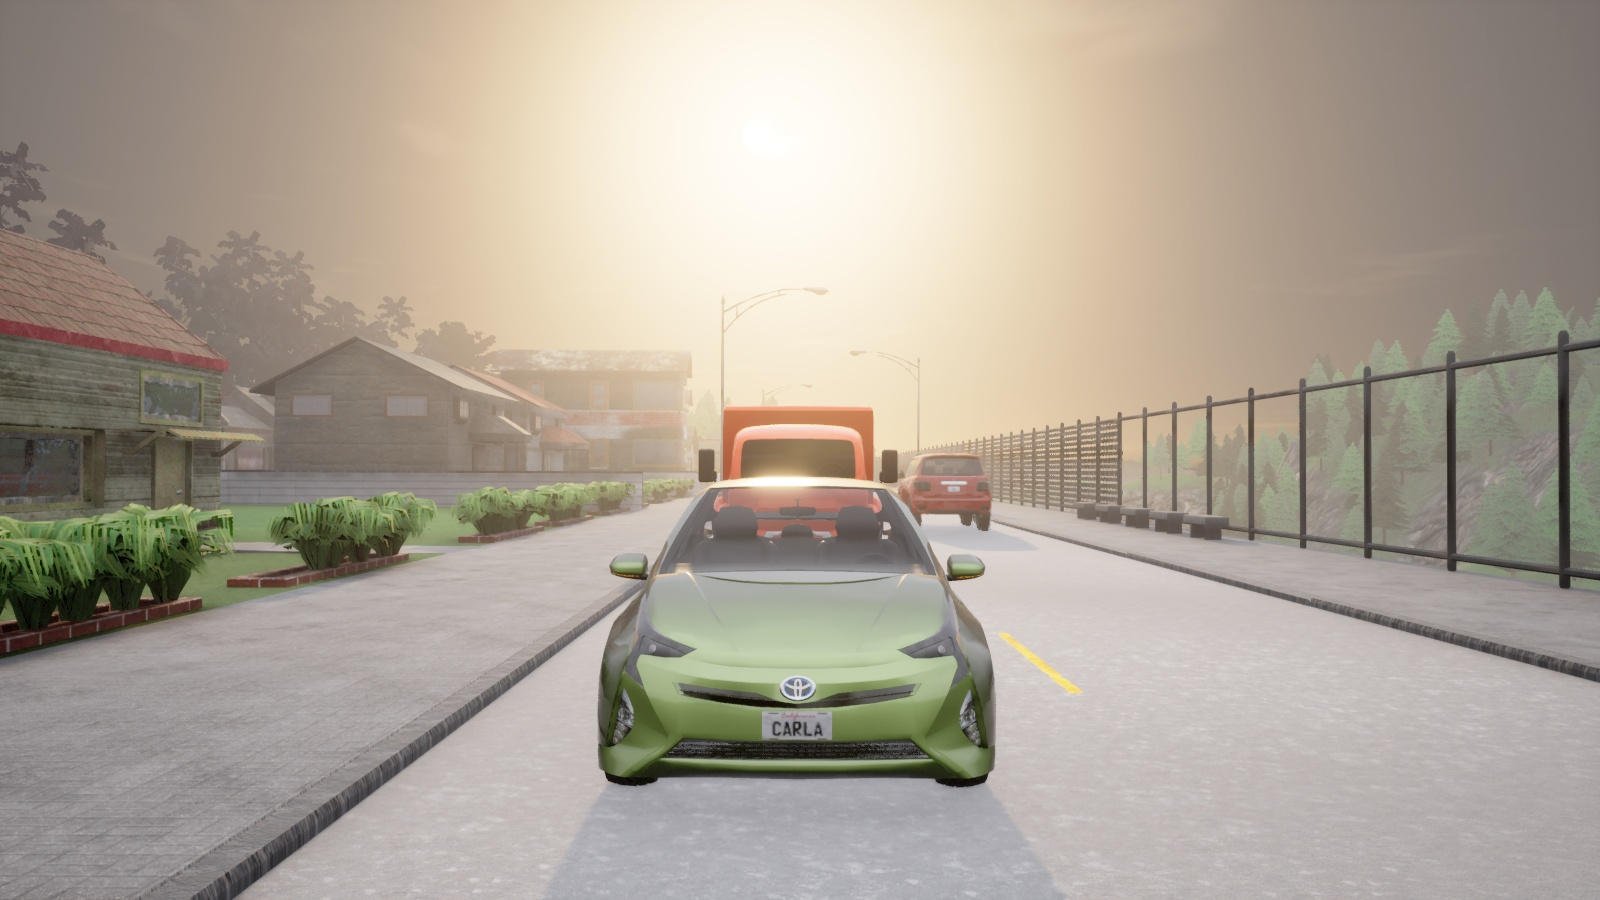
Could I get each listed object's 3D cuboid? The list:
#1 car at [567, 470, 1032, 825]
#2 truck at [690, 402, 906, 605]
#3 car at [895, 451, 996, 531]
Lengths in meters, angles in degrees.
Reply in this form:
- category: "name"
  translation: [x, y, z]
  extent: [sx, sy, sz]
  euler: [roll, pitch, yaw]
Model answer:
- category: "car"
  translation: [-0.009, 0.890, 7.693]
  extent: [2.007, 1.525, 4.514]
  euler: [0, -1, 0]
- category: "truck"
  translation: [-0.026, 0.596, 17.915]
  extent: [2.627, 2.467, 5.204]
  euler: [0, 1, 0]
- category: "car"
  translation: [3.945, 1.104, 34.986]
  extent: [2.150, 2.045, 5.566]
  euler: [0, -1, 0]
